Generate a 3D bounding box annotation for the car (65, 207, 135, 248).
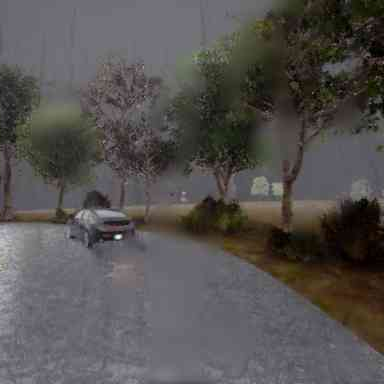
[{"bbox_3d":[-4.127,1.435,14.581,1.837,1.490,4.892,1,-1,-34],"label":"car"}]
